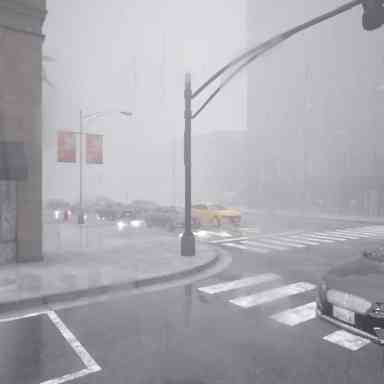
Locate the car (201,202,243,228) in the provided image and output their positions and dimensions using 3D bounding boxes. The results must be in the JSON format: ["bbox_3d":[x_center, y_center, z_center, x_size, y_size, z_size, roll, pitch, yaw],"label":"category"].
[{"bbox_3d":[1.284,1.451,22.504,1.882,1.535,5.008,0,0,-35],"label":"car"}]

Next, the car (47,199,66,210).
[{"bbox_3d":[-17.054,1.537,42.459,1.895,1.301,4.718,0,0,-35],"label":"car"}]

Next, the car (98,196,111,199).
[{"bbox_3d":[-10.251,1.295,38.529,2.097,1.767,4.553,0,0,-36],"label":"car"}]

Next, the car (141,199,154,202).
[{"bbox_3d":[-4.264,1.463,30.203,1.837,1.490,4.892,0,0,-36],"label":"car"}]

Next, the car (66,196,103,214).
[{"bbox_3d":[-11.069,1.477,34.108,1.812,1.442,4.674,0,0,-36],"label":"car"}]

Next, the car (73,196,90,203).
[{"bbox_3d":[-22.041,1.450,66.332,1.994,1.385,4.181,0,0,-36],"label":"car"}]

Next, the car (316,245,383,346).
[{"bbox_3d":[4.386,1.494,5.814,4.902,1.511,2.128,0,0,-25],"label":"car"}]

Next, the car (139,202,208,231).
[{"bbox_3d":[-1.224,1.541,20.424,1.994,1.385,4.181,0,0,-36],"label":"car"}]

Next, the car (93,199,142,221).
[{"bbox_3d":[-6.144,1.528,27.241,1.994,1.385,4.181,0,0,-37],"label":"car"}]
